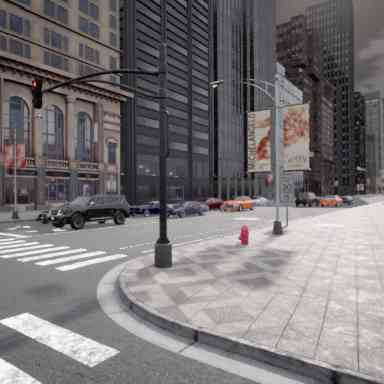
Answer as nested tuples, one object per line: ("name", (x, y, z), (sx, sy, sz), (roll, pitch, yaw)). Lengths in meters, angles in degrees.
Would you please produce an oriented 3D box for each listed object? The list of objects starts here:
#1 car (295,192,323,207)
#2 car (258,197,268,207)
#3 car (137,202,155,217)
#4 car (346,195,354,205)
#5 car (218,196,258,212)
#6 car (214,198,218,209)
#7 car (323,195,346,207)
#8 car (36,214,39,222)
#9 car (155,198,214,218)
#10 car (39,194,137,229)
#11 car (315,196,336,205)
("car", (16.776, 1.081, 48.362), (2.150, 2.045, 5.566), (-1, 0, 36))
("car", (9.997, 1.437, 50.243), (1.812, 1.442, 4.674), (-1, 0, 36))
("car", (-3.786, 1.564, 31.008), (1.895, 1.301, 4.718), (-1, 0, 35))
("car", (25.299, 1.330, 54.727), (1.837, 1.490, 4.892), (-1, 0, 35))
("car", (5.359, 1.264, 38.211), (2.097, 1.767, 4.553), (-1, 0, 36))
("car", (1.929, 1.417, 39.027), (1.882, 1.535, 5.008), (-1, 0, 36))
("car", (19.914, 1.187, 47.162), (2.097, 1.767, 4.553), (-1, 0, 36))
("car", (-8.859, 1.549, 23.876), (1.994, 1.385, 4.181), (-1, 0, 35))
("car", (-0.558, 1.484, 29.938), (2.033, 1.411, 5.357), (-1, 0, 35))
("car", (-6.503, 1.185, 21.587), (2.150, 2.045, 5.566), (-1, 0, 35))
("car", (22.869, 1.396, 56.918), (2.033, 1.411, 5.357), (-1, 0, 35))
